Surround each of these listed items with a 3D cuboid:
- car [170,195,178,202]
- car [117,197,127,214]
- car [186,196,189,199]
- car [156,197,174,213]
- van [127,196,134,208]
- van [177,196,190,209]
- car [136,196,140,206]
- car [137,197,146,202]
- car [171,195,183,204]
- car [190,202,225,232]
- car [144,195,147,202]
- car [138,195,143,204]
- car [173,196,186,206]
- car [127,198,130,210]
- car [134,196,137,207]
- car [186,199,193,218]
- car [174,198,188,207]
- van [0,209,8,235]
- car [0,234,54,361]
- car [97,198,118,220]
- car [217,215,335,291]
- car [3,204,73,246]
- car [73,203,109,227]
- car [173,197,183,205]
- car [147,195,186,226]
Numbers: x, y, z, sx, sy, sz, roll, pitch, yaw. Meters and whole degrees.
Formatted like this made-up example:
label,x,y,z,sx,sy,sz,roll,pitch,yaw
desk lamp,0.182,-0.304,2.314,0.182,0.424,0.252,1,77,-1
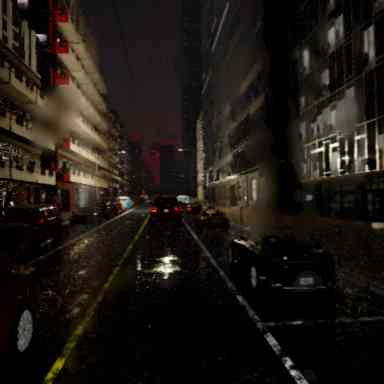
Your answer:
label,x,y,z,sx,sy,sz,roll,pitch,yaw
car,-4.604,1.649,86.115,1.967,1.590,4.097,0,0,-5
car,-8.657,1.530,35.565,2.192,1.841,5.009,0,0,-5
car,-0.790,1.521,41.897,1.967,1.590,4.097,0,0,-5
car,-3.277,1.475,40.269,2.097,1.767,4.553,-1,0,-5
van,-9.582,1.589,46.620,1.690,1.788,3.998,0,0,-5
van,-1.267,1.438,47.425,1.690,1.788,3.998,0,0,-5
car,-10.528,1.862,57.671,1.802,1.307,4.206,0,0,-5
car,-12.911,1.942,85.303,1.802,1.307,4.206,0,0,-5
car,-3.174,1.477,69.534,2.192,1.841,5.009,0,0,-5
car,1.102,1.537,19.956,1.752,1.417,4.829,0,0,-5
car,-12.435,1.910,79.777,1.947,1.339,4.313,0,0,-5
car,-11.004,1.611,63.198,2.192,1.841,5.009,0,0,-5
car,-2.221,1.570,58.479,1.967,1.590,4.097,0,0,-5
car,-9.126,1.756,40.920,1.752,1.417,4.829,0,0,-5
car,-10.037,1.788,51.976,1.752,1.417,4.829,0,0,-5
car,0.163,1.628,30.842,1.802,1.307,4.206,0,0,-5
car,-1.744,1.679,52.952,1.947,1.339,4.313,0,0,-5
van,-6.270,1.468,7.935,1.690,1.788,3.998,0,0,-5
car,-3.179,1.541,3.203,1.882,1.535,5.008,-1,0,-5
car,-8.177,1.637,30.039,1.967,1.590,4.097,0,0,-5
car,2.070,1.527,8.732,2.008,1.369,4.403,0,0,-5
car,-6.747,1.460,13.460,2.192,1.841,5.009,0,0,-5
car,-7.701,1.731,24.512,2.008,1.369,4.403,0,0,-5
car,-2.712,1.671,64.176,1.752,1.417,4.829,0,0,-5
car,-1.892,1.295,24.128,2.150,2.045,5.566,-1,0,-5
